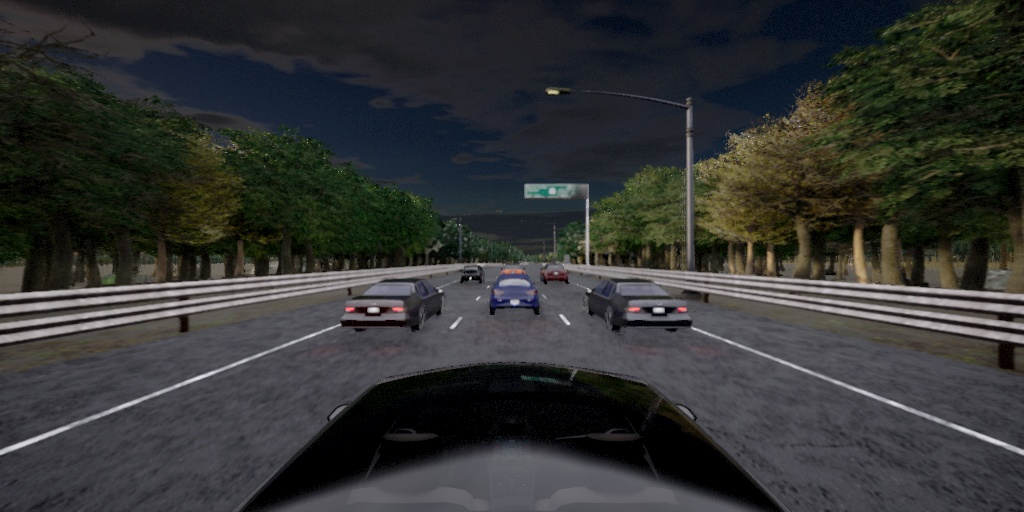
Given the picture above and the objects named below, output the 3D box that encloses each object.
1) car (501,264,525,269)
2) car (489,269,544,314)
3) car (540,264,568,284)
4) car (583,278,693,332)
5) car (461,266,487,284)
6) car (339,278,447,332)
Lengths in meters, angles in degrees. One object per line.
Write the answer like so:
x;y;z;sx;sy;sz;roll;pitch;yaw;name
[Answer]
0.100;1.447;31.402;2.097;1.767;4.553;0;-1;0;car
0.087;1.419;14.376;1.812;1.442;4.674;0;-1;0;car
3.600;1.447;31.403;2.097;1.767;4.553;0;-1;0;car
3.599;1.405;11.297;2.033;1.411;5.357;0;-1;0;car
-3.400;1.605;31.796;1.837;1.490;4.892;0;-1;0;car
-3.401;1.405;11.312;2.033;1.411;5.357;0;-1;0;car
